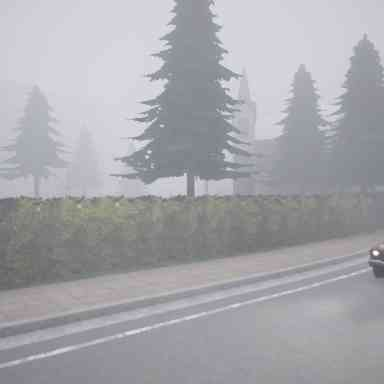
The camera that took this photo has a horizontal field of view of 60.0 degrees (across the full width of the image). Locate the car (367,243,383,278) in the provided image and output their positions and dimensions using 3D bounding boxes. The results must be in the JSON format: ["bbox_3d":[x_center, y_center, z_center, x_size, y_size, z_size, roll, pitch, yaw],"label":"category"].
[{"bbox_3d":[6.657,1.601,9.118,4.718,1.301,1.895,0,0,-41],"label":"car"}]
